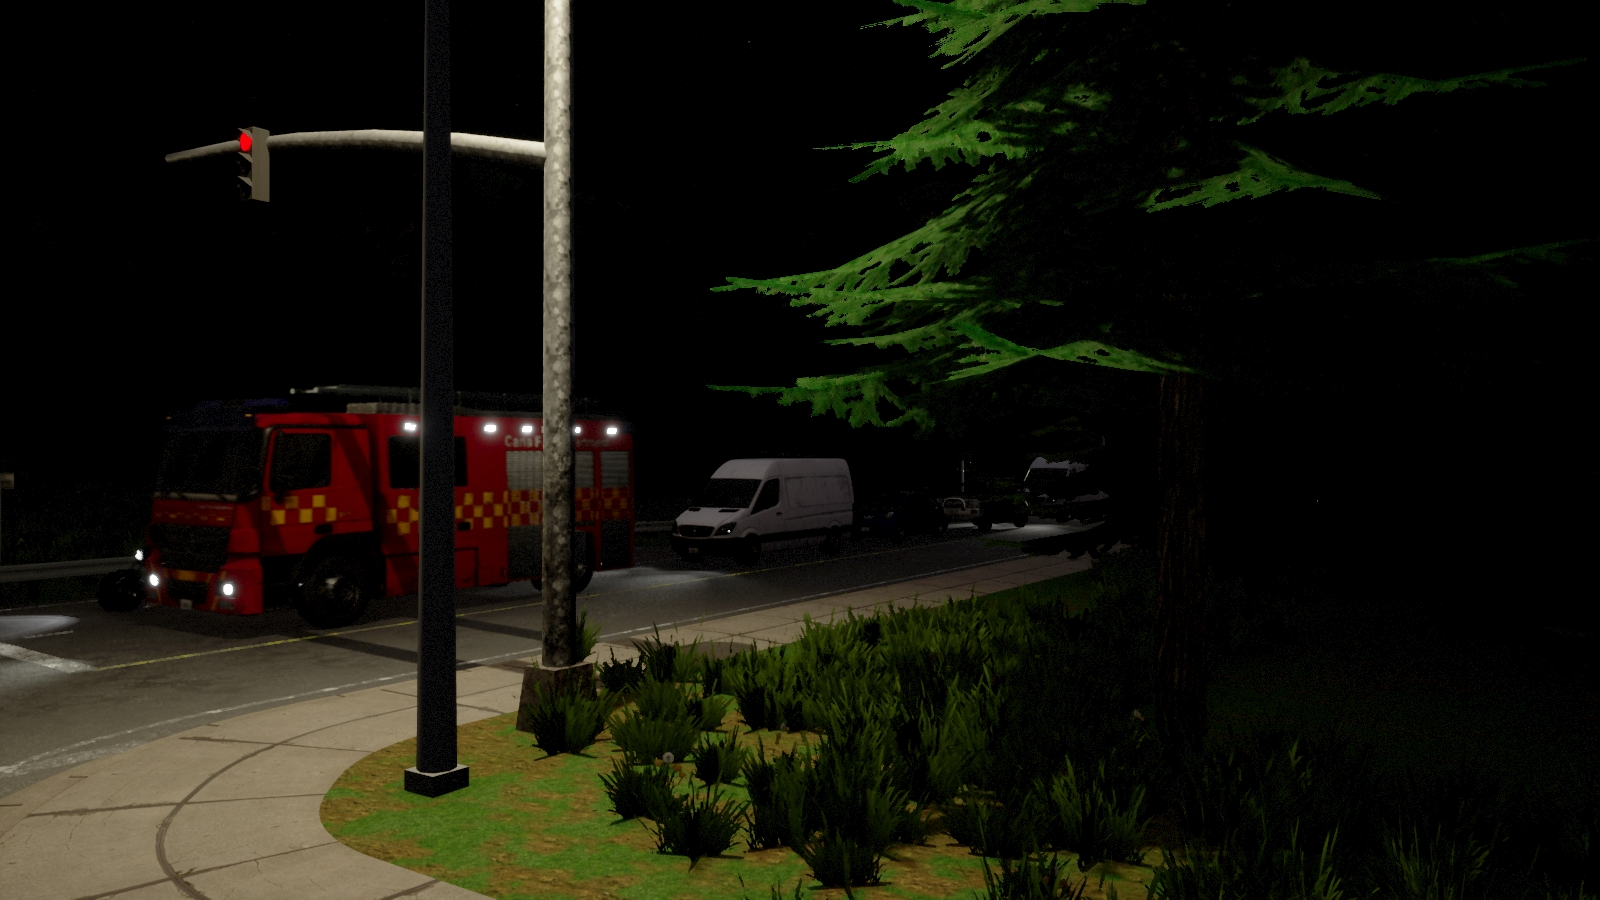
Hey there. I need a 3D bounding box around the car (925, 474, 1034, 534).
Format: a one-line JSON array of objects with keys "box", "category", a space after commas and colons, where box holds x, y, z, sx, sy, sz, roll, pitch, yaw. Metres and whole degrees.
[{"box": [6.318, 1.826, 39.820, 1.932, 1.855, 4.605, 0, 0, 35], "category": "car"}]

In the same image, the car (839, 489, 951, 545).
[{"box": [2.957, 2.000, 34.988, 1.845, 1.501, 3.633, 0, 0, 34], "category": "car"}]

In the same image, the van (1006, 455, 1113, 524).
[{"box": [10.451, 1.497, 45.657, 1.988, 2.561, 5.915, 0, 0, 36], "category": "van"}]

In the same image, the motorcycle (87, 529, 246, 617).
[{"box": [-11.139, 2.131, 20.191, 0.764, 1.277, 2.356, 0, 0, 35], "category": "motorcycle"}]

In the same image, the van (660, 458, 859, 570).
[{"box": [-0.874, 1.498, 29.348, 1.988, 2.561, 5.915, 0, 0, 34], "category": "van"}]

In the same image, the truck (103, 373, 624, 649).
[{"box": [-7.085, 0.853, 20.158, 2.891, 3.827, 8.468, 0, 0, 34], "category": "truck"}]
